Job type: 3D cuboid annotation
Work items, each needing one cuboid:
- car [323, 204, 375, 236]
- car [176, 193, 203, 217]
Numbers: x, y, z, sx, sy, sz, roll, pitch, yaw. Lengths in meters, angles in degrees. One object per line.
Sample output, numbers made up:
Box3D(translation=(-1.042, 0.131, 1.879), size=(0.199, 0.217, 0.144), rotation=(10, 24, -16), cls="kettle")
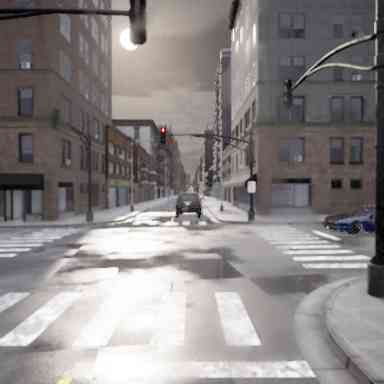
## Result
Box3D(translation=(9.439, 1.344, 16.410), size=(5.357, 1.411, 2.033), rotation=(-1, 1, 4), cls="car")
Box3D(translation=(-0.202, 1.116, 30.104), size=(2.150, 2.045, 5.566), rotation=(0, 0, 3), cls="car")
